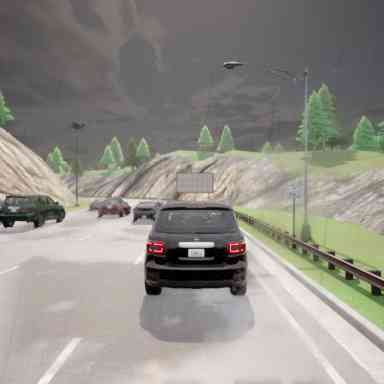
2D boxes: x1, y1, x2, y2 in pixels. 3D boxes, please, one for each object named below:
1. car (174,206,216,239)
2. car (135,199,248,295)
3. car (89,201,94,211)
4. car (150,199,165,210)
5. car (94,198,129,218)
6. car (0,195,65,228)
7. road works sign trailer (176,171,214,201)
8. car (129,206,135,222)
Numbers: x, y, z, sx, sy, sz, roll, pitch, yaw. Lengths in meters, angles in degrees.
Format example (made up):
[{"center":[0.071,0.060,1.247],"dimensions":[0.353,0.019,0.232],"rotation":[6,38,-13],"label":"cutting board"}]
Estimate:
[{"center":[0.117,1.559,18.068],"dimensions":[1.994,1.385,4.181],"rotation":[0,0,-1],"label":"car"},{"center":[0.089,1.221,8.846],"dimensions":[2.150,2.045,5.566],"rotation":[0,0,0],"label":"car"},{"center":[-11.285,1.563,40.913],"dimensions":[1.994,1.385,4.181],"rotation":[0,0,-6],"label":"car"},{"center":[-4.481,1.601,43.159],"dimensions":[1.895,1.301,4.718],"rotation":[0,0,-6],"label":"car"},{"center":[-7.059,1.351,30.590],"dimensions":[2.097,1.767,4.553],"rotation":[0,0,0],"label":"car"},{"center":[-10.428,1.215,22.193],"dimensions":[2.150,2.045,5.566],"rotation":[0,-1,0],"label":"car"},{"center":[0.191,0.464,21.564],"dimensions":[2.380,3.560,2.880],"rotation":[0,0,0],"label":"road works sign trailer"},{"center":[-3.450,1.506,26.284],"dimensions":[1.837,1.490,4.892],"rotation":[0,0,-1],"label":"car"}]
